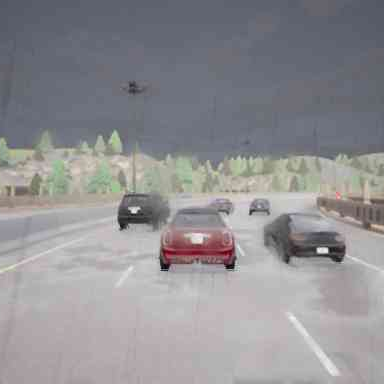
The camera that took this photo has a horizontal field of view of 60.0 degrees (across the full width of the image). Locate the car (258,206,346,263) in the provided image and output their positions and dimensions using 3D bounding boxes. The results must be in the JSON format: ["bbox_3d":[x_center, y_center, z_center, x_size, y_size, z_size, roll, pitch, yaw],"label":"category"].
[{"bbox_3d":[3.712,1.445,11.577,1.812,1.442,4.674,0,0,2],"label":"car"}]

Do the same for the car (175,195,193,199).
[{"bbox_3d":[-1.462,1.132,50.763,1.882,1.535,5.008,0,0,25],"label":"car"}]

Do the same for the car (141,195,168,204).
[{"bbox_3d":[-6.295,1.191,56.948,2.033,1.411,5.357,0,0,27],"label":"car"}]

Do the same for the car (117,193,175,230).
[{"bbox_3d":[-2.707,1.081,19.913,2.150,2.045,5.566,0,0,6],"label":"car"}]

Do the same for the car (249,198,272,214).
[{"bbox_3d":[6.416,1.304,31.024,2.033,1.411,5.357,0,0,15],"label":"car"}]

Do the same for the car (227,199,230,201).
[{"bbox_3d":[2.833,1.314,31.096,2.033,1.411,5.357,0,0,14],"label":"car"}]

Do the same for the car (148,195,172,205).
[{"bbox_3d":[-4.898,1.228,51.626,1.994,1.385,4.181,0,0,24],"label":"car"}]

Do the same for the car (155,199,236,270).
[{"bbox_3d":[0.203,1.277,10.907,2.097,1.767,4.553,0,0,2],"label":"car"}]
